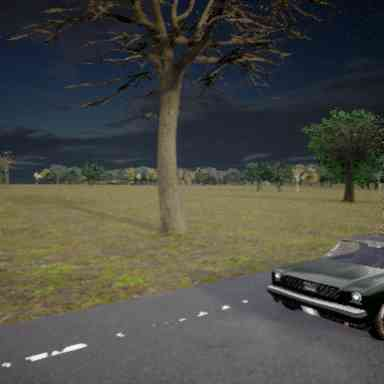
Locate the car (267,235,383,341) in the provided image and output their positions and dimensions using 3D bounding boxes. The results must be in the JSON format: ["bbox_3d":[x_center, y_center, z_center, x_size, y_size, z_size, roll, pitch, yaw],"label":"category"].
[{"bbox_3d":[3.697,1.608,6.628,4.718,1.301,1.895,0,0,-35],"label":"car"}]
